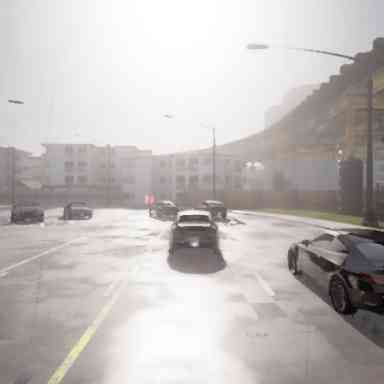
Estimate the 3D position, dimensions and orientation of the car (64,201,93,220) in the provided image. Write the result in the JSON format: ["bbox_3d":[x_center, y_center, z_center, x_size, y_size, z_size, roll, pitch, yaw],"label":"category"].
[{"bbox_3d":[-9.777,1.526,28.460,1.812,1.442,4.674,0,0,-28],"label":"car"}]

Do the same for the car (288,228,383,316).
[{"bbox_3d":[3.585,1.526,7.399,1.812,1.442,4.674,0,0,0],"label":"car"}]

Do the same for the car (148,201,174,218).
[{"bbox_3d":[-2.552,1.526,29.747,1.812,1.442,4.674,0,0,-21],"label":"car"}]

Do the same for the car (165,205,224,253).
[{"bbox_3d":[0.076,1.505,13.587,1.837,1.490,4.892,0,0,0],"label":"car"}]

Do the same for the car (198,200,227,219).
[{"bbox_3d":[1.447,1.505,28.930,1.837,1.490,4.892,1,0,-18],"label":"car"}]

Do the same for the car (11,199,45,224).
[{"bbox_3d":[-12.360,1.352,25.261,2.097,1.767,4.553,0,0,-24],"label":"car"}]
